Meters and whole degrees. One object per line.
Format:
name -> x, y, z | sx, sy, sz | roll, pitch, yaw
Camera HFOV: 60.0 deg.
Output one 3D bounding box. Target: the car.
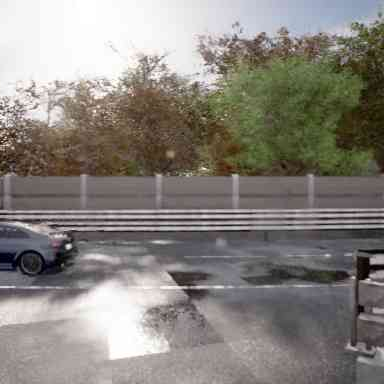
car -> -5.509, 1.534, 9.657 | 4.181, 1.385, 1.994 | 0, 0, 4
